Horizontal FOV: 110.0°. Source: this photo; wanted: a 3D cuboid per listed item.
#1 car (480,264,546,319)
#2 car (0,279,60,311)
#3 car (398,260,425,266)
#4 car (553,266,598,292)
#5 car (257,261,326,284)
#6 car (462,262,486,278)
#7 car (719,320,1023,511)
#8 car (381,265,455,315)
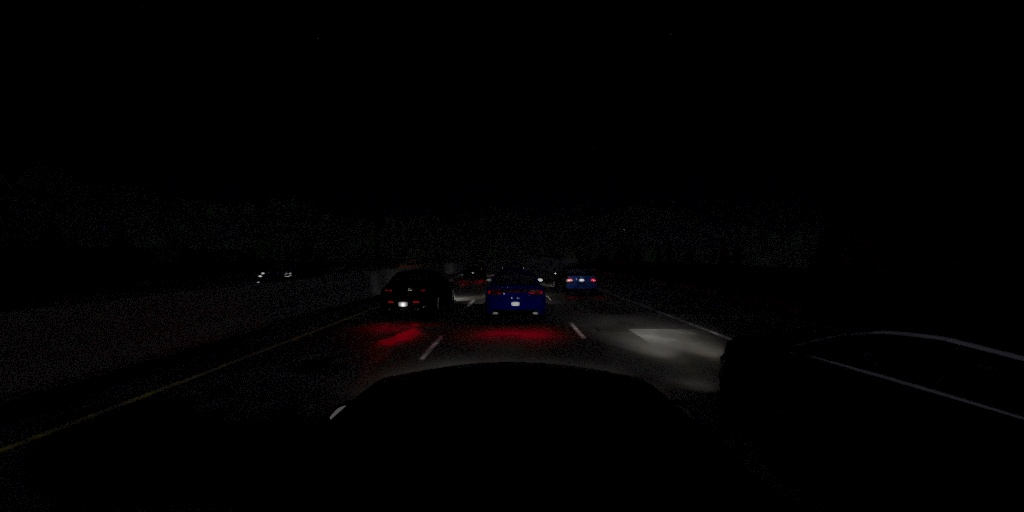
[{"bbox_3d":[0.101,1.228,12.800,1.882,1.535,5.008,0,0,0],"label":"car"},{"bbox_3d":[-17.598,1.352,10.910,1.895,1.301,4.718,0,0,0],"label":"car"},{"bbox_3d":[-10.572,1.229,37.269,1.882,1.535,5.008,0,0,0],"label":"car"},{"bbox_3d":[3.603,1.298,21.024,2.033,1.411,5.357,0,0,0],"label":"car"},{"bbox_3d":[-14.088,1.103,23.181,2.097,1.767,4.553,0,0,0],"label":"car"},{"bbox_3d":[-3.408,1.276,33.451,1.812,1.442,4.674,0,0,0],"label":"car"},{"bbox_3d":[3.600,1.241,2.711,2.128,1.511,4.902,0,0,0],"label":"car"},{"bbox_3d":[-3.397,1.255,13.595,1.837,1.490,4.892,0,0,0],"label":"car"}]
